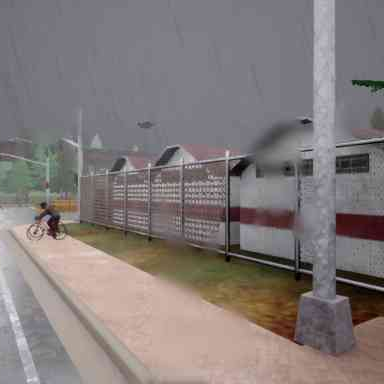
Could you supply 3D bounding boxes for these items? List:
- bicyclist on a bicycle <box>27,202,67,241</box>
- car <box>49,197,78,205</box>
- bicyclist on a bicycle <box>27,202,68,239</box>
[{"bbox_3d":[-6.268,1.301,14.392,1.656,1.620,0.582,0,0,-14],"label":"bicyclist on a bicycle"},{"bbox_3d":[-19.428,1.505,50.150,4.892,1.490,1.837,0,0,-35],"label":"car"},{"bbox_3d":[-6.782,1.301,15.612,1.656,1.620,0.582,0,0,-39],"label":"bicyclist on a bicycle"}]
